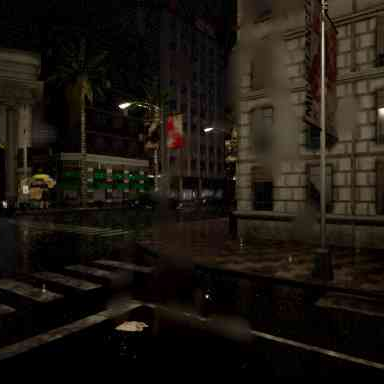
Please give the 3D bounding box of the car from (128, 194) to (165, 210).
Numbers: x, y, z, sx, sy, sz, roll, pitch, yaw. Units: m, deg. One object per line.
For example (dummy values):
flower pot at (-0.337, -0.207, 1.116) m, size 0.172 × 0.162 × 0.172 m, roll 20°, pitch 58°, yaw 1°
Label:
car at (-5.361, 1.224, 41.310) m, size 2.150 × 2.045 × 5.566 m, roll 0°, pitch 0°, yaw 37°

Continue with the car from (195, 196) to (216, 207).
car at (2.527, 1.352, 51.334) m, size 2.097 × 1.767 × 4.553 m, roll 0°, pitch 0°, yaw 42°

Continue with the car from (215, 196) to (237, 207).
car at (6.094, 1.601, 50.087) m, size 1.895 × 1.301 × 4.718 m, roll 0°, pitch 0°, yaw 44°

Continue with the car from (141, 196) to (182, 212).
car at (-3.164, 1.504, 38.375) m, size 1.837 × 1.490 × 4.892 m, roll 0°, pitch 0°, yaw 36°
